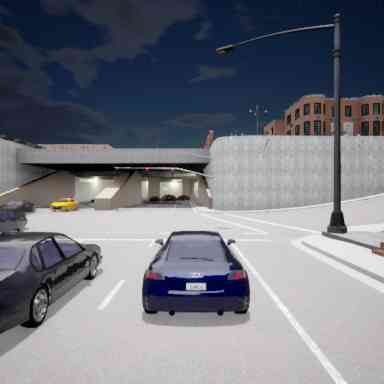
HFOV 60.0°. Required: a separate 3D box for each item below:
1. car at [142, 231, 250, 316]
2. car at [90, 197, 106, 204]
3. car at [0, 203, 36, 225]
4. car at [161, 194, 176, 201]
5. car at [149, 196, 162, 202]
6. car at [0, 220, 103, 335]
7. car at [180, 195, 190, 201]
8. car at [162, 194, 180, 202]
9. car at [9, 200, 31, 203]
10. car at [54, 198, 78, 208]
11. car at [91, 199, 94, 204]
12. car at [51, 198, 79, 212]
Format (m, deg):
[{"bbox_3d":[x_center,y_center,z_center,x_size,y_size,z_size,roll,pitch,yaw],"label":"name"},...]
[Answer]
[{"bbox_3d":[0.078,1.564,7.614,1.994,1.385,4.181,0,0,0],"label":"car"},{"bbox_3d":[-18.763,1.601,66.750,1.895,1.301,4.718,0,0,-1],"label":"car"},{"bbox_3d":[-10.518,1.548,17.599,2.033,1.411,5.357,0,0,-5],"label":"car"},{"bbox_3d":[-5.925,1.355,84.884,2.097,1.767,4.553,0,0,24],"label":"car"},{"bbox_3d":[-8.268,1.540,74.834,2.033,1.411,5.357,0,0,6],"label":"car"},{"bbox_3d":[-3.424,1.547,6.917,2.033,1.411,5.357,0,0,0],"label":"car"},{"bbox_3d":[-2.119,1.524,84.921,1.812,1.442,4.674,0,0,28],"label":"car"},{"bbox_3d":[-4.749,1.355,75.126,2.097,1.767,4.553,0,0,6],"label":"car"},{"bbox_3d":[-17.835,1.547,34.209,2.033,1.411,5.357,0,0,-5],"label":"car"},{"bbox_3d":[-18.412,1.601,48.824,1.895,1.301,4.718,0,0,-1],"label":"car"},{"bbox_3d":[-15.080,1.547,56.158,2.033,1.411,5.357,0,0,-1],"label":"car"},{"bbox_3d":[-14.625,1.478,38.389,1.882,1.535,5.008,0,0,-2],"label":"car"}]
